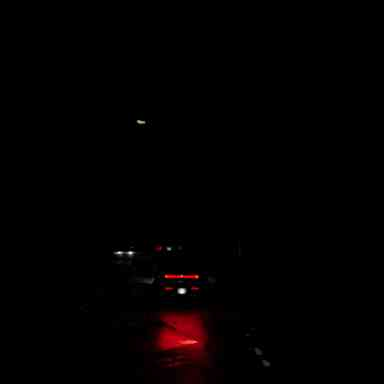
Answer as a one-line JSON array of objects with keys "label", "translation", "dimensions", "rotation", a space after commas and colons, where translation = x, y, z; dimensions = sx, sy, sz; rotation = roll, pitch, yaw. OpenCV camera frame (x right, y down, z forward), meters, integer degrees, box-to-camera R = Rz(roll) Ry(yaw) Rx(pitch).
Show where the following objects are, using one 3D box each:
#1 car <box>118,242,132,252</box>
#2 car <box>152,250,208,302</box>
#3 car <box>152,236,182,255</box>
[{"label": "car", "translation": [-9.976, 8.197, 49.625], "dimensions": [1.837, 1.490, 4.892], "rotation": [3, -9, -15]}, {"label": "car", "translation": [-0.488, 3.231, 13.026], "dimensions": [1.837, 1.490, 4.892], "rotation": [1, -8, -4]}, {"label": "car", "translation": [-2.093, 4.666, 27.576], "dimensions": [2.150, 2.045, 5.566], "rotation": [-1, -6, -8]}]
